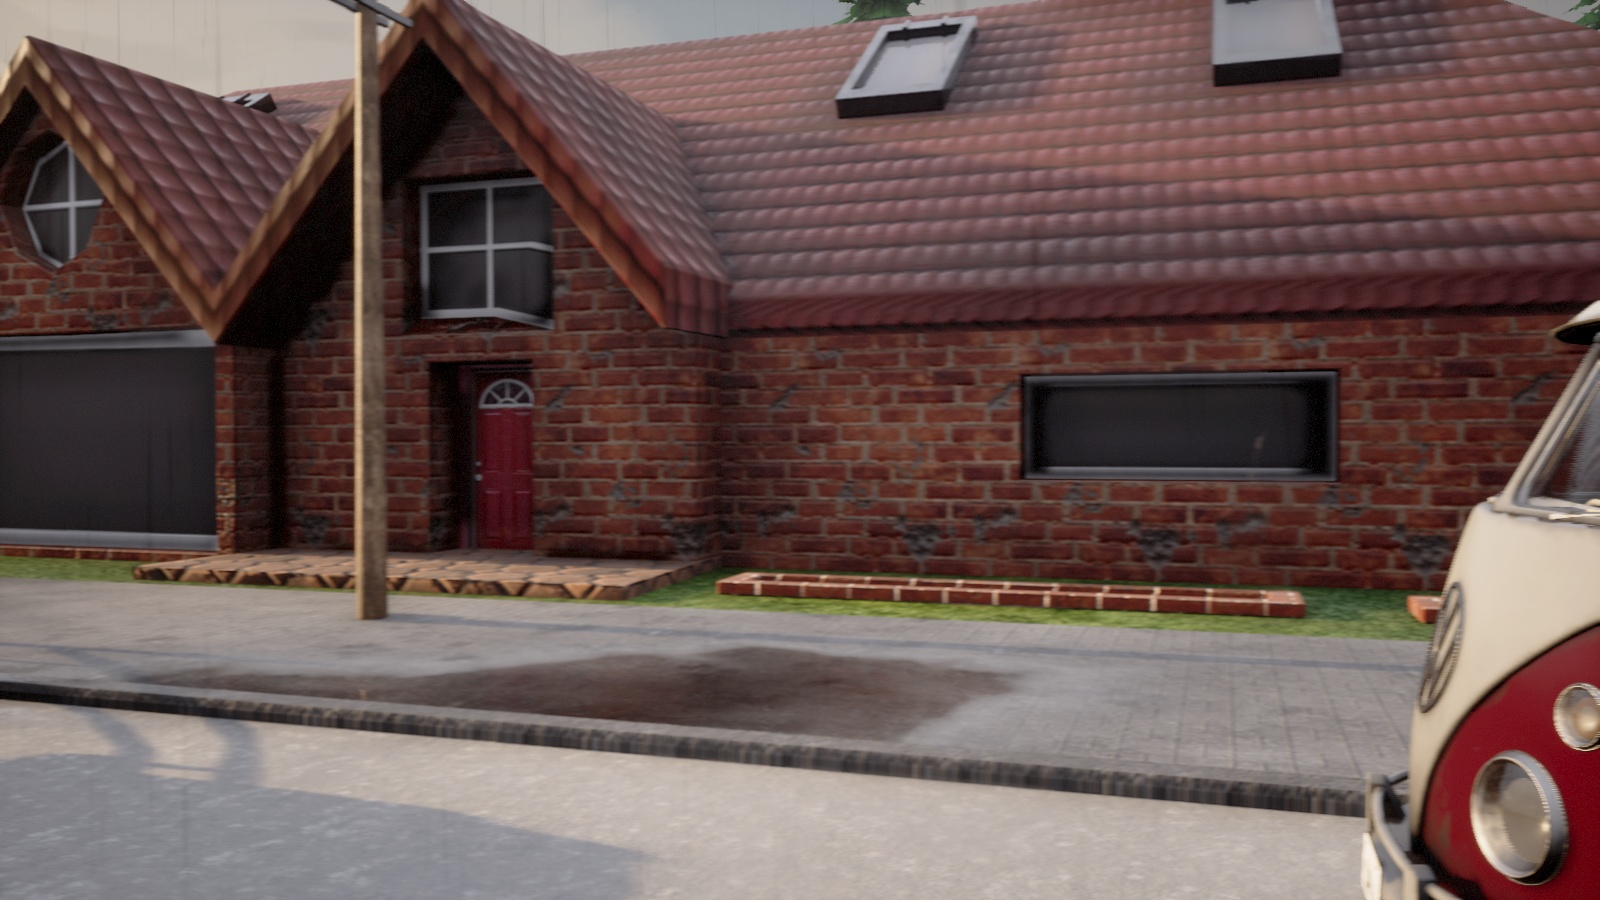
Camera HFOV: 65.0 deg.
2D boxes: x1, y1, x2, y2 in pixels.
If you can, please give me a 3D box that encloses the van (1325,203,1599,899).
[{"bbox_3d":[3.540,0.553,2.527,4.442,1.987,1.775,1,1,19],"label":"van"}]
